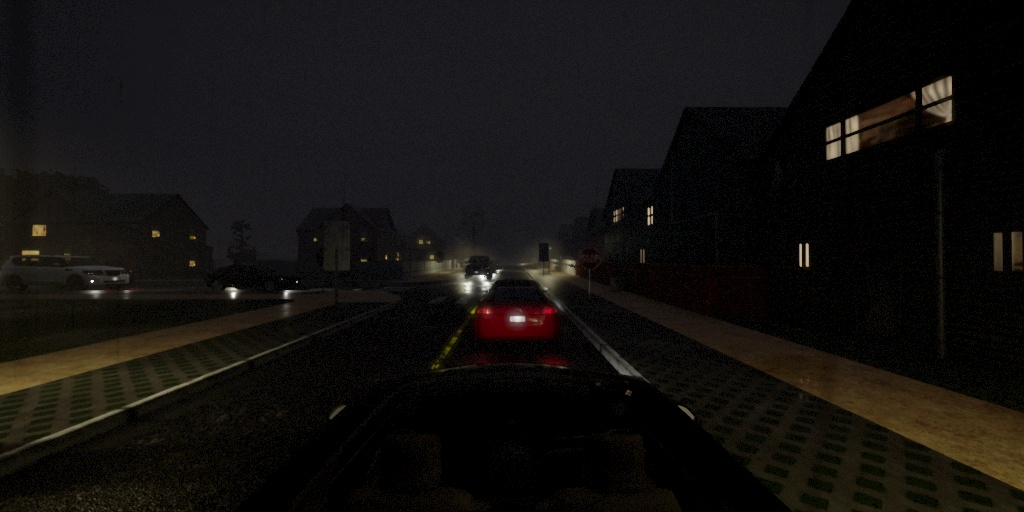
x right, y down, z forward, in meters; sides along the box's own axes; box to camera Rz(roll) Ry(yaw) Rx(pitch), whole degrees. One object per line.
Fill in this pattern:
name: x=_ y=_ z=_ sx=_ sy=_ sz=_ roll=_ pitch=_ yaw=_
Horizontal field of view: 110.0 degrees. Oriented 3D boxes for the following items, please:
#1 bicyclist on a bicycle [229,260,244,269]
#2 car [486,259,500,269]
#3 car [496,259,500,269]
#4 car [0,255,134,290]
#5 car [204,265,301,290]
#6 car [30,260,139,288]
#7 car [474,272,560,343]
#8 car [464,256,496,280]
bicyclist on a bicycle: x=-20.251 y=1.100 z=26.399 sx=0.582 sy=1.620 sz=1.656 roll=0 pitch=0 yaw=-1
car: x=-2.896 y=1.250 z=55.996 sx=1.882 sy=1.535 sz=5.008 roll=0 pitch=0 yaw=0
car: x=-2.910 y=1.258 z=44.186 sx=2.128 sy=1.511 sz=4.902 roll=0 pitch=0 yaw=0
car: x=-25.465 y=0.952 z=20.499 sx=5.566 sy=2.045 sz=2.150 roll=0 pitch=-1 yaw=0
car: x=-14.789 y=1.240 z=20.587 sx=4.892 sy=1.490 sz=1.837 roll=0 pitch=-1 yaw=-1
car: x=-27.784 y=1.115 z=23.418 sx=4.553 sy=1.767 sz=2.097 roll=0 pitch=-1 yaw=0
car: x=0.092 y=1.316 z=9.660 sx=1.994 sy=1.385 sz=4.181 roll=0 pitch=0 yaw=-1
car: x=-2.894 y=0.980 z=31.855 sx=2.150 sy=2.045 sz=5.566 roll=0 pitch=0 yaw=0
